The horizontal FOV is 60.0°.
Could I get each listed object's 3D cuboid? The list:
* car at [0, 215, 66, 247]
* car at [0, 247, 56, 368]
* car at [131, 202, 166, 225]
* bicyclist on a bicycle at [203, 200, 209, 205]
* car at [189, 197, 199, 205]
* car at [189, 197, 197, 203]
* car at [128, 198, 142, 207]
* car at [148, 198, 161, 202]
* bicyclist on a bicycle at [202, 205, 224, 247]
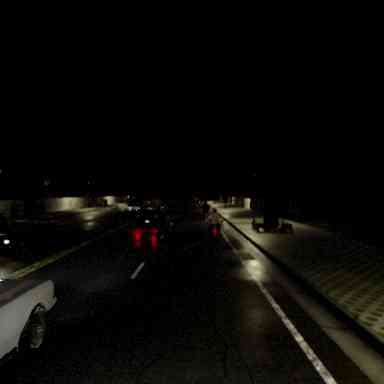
[{"bbox_3d":[-6.538,1.655,12.599,1.895,1.301,4.718,0,0,0],"label":"car"},{"bbox_3d":[-3.128,1.616,3.273,1.895,1.301,4.718,0,0,0],"label":"car"},{"bbox_3d":[-3.035,1.702,24.934,1.895,1.301,4.718,0,0,0],"label":"car"},{"bbox_3d":[1.005,1.465,23.759,0.659,1.776,1.843,0,0,0],"label":"bicyclist on a bicycle"},{"bbox_3d":[0.385,1.772,66.616,2.128,1.511,4.902,0,0,0],"label":"car"},{"bbox_3d":[0.344,1.871,78.169,1.812,1.442,4.674,0,0,0],"label":"car"},{"bbox_3d":[-9.583,1.783,56.618,2.033,1.411,5.357,0,0,0],"label":"car"},{"bbox_3d":[-6.327,1.713,56.756,1.882,1.535,5.008,0,0,0],"label":"car"},{"bbox_3d":[0.954,1.493,14.236,0.866,1.612,1.509,0,0,0],"label":"bicyclist on a bicycle"}]
